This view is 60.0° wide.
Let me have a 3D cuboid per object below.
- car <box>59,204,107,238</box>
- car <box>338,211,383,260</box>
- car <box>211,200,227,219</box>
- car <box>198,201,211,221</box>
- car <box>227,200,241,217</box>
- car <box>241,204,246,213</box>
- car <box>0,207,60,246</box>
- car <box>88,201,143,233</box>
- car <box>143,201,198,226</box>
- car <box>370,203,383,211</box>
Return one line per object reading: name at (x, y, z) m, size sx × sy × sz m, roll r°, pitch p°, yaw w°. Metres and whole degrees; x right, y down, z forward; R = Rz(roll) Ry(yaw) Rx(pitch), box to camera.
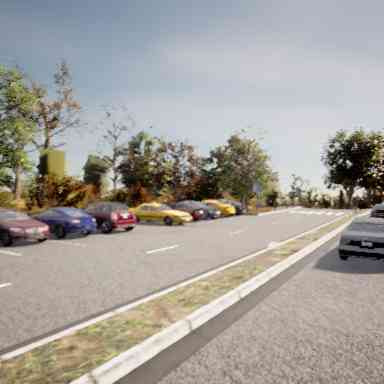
car at (-7.042, 1.529, 17.520) m, size 4.674 × 1.452 × 2.002 m, roll 1°, pitch 0°, yaw 32°
car at (6.711, 1.663, 12.374) m, size 2.033 × 1.411 × 5.357 m, roll 1°, pitch 0°, yaw 32°
car at (0.188, 1.567, 29.246) m, size 4.892 × 1.521 × 2.231 m, roll 1°, pitch 0°, yaw 32°
car at (-1.277, 1.589, 26.918) m, size 4.792 × 1.488 × 2.163 m, roll 1°, pitch 0°, yaw 32°
car at (1.645, 1.572, 31.582) m, size 5.008 × 1.535 × 2.097 m, roll 1°, pitch 0°, yaw 32°
car at (3.093, 1.577, 33.926) m, size 4.892 × 1.521 × 2.231 m, roll 1°, pitch 0°, yaw 32°
car at (-8.493, 1.503, 15.180) m, size 4.674 × 1.452 × 2.002 m, roll 1°, pitch 0°, yaw 32°
car at (-5.566, 1.389, 19.855) m, size 4.553 × 1.767 × 2.185 m, roll 1°, pitch 0°, yaw 32°
car at (-2.544, 1.545, 24.456) m, size 5.366 × 1.575 × 1.946 m, roll 1°, pitch 0°, yaw 32°
car at (15.070, 1.643, 25.935) m, size 1.837 × 1.490 × 4.892 m, roll 1°, pitch 1°, yaw 32°
